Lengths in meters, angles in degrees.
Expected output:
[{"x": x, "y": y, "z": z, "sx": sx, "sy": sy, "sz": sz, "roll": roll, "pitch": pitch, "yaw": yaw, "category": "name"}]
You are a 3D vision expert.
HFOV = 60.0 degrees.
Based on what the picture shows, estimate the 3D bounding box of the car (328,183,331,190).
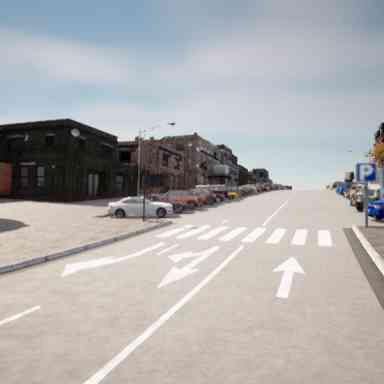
[{"x": 27.643, "y": -0.525, "z": 58.780, "sx": 5.366, "sy": 1.575, "sz": 1.946, "roll": 0, "pitch": 2, "yaw": 0, "category": "car"}]

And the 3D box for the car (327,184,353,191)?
[{"x": 34.890, "y": -1.073, "z": 78.421, "sx": 5.366, "sy": 1.575, "sz": 1.946, "roll": 0, "pitch": 2, "yaw": 0, "category": "car"}]

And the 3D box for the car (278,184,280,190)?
[{"x": 20.400, "y": -1.130, "z": 89.973, "sx": 4.792, "sy": 1.488, "sz": 2.163, "roll": -1, "pitch": 0, "yaw": 1, "category": "car"}]

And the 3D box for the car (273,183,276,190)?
[{"x": 16.242, "y": -1.193, "z": 78.962, "sx": 5.566, "sy": 2.045, "sz": 2.435, "roll": -1, "pitch": 1, "yaw": 0, "category": "car"}]

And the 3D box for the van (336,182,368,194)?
[{"x": 26.919, "y": -0.645, "z": 55.962, "sx": 4.442, "sy": 1.987, "sz": 1.878, "roll": 0, "pitch": 2, "yaw": 0, "category": "van"}]

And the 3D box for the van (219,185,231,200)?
[{"x": 2.116, "y": 0.174, "z": 40.370, "sx": 4.442, "sy": 1.987, "sz": 1.878, "roll": -1, "pitch": 2, "yaw": 0, "category": "van"}]

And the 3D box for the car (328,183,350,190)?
[{"x": 37.137, "y": -1.295, "z": 84.035, "sx": 4.553, "sy": 1.767, "sz": 2.185, "roll": 0, "pitch": 1, "yaw": 1, "category": "car"}]

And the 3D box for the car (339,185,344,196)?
[{"x": 20.517, "y": 0.232, "z": 39.077, "sx": 4.892, "sy": 1.521, "sz": 2.231, "roll": 0, "pitch": 2, "yaw": 1, "category": "car"}]

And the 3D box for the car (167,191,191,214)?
[{"x": -2.663, "y": 0.951, "z": 26.497, "sx": 4.792, "sy": 1.488, "sz": 2.163, "roll": -1, "pitch": 1, "yaw": 0, "category": "car"}]

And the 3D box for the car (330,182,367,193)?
[{"x": 28.885, "y": -0.870, "z": 61.583, "sx": 5.566, "sy": 2.045, "sz": 2.435, "roll": 0, "pitch": 2, "yaw": 0, "category": "car"}]

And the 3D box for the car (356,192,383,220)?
[{"x": 12.848, "y": 0.988, "z": 19.529, "sx": 5.008, "sy": 1.535, "sz": 2.097, "roll": 0, "pitch": 2, "yaw": 2, "category": "car"}]

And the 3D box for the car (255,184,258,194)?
[{"x": 8.211, "y": -0.231, "z": 56.936, "sx": 4.892, "sy": 1.521, "sz": 2.231, "roll": -2, "pitch": 2, "yaw": 0, "category": "car"}]

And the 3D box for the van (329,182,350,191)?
[{"x": 36.004, "y": -1.350, "z": 81.220, "sx": 4.442, "sy": 1.987, "sz": 1.878, "roll": 0, "pitch": 1, "yaw": 1, "category": "van"}]

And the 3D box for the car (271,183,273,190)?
[{"x": 15.076, "y": -0.874, "z": 76.222, "sx": 5.366, "sy": 1.575, "sz": 1.946, "roll": -1, "pitch": 1, "yaw": 0, "category": "car"}]

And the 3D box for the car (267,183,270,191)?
[{"x": 13.240, "y": -0.719, "z": 70.714, "sx": 5.008, "sy": 1.535, "sz": 2.097, "roll": -1, "pitch": 2, "yaw": 0, "category": "car"}]

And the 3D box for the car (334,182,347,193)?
[{"x": 22.683, "y": -0.238, "z": 44.697, "sx": 5.566, "sy": 2.045, "sz": 2.435, "roll": 0, "pitch": 2, "yaw": 1, "category": "car"}]

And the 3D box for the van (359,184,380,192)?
[{"x": 14.066, "y": 0.655, "z": 22.306, "sx": 4.442, "sy": 1.987, "sz": 1.878, "roll": 0, "pitch": 2, "yaw": 2, "category": "van"}]

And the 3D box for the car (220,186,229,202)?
[{"x": 1.245, "y": 0.501, "z": 37.610, "sx": 5.008, "sy": 1.535, "sz": 2.097, "roll": -1, "pitch": 1, "yaw": 0, "category": "car"}]

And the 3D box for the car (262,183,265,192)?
[{"x": 11.213, "y": -0.498, "z": 65.216, "sx": 4.674, "sy": 1.452, "sz": 2.002, "roll": -1, "pitch": 1, "yaw": 0, "category": "car"}]

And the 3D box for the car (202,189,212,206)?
[{"x": -0.752, "y": 0.742, "z": 32.050, "sx": 4.792, "sy": 1.488, "sz": 2.163, "roll": -1, "pitch": 2, "yaw": 0, "category": "car"}]

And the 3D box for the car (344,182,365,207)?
[{"x": 15.017, "y": 0.521, "z": 25.091, "sx": 5.566, "sy": 2.045, "sz": 2.435, "roll": 0, "pitch": 2, "yaw": 2, "category": "car"}]

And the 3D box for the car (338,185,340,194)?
[{"x": 21.613, "y": 0.151, "z": 41.891, "sx": 4.792, "sy": 1.488, "sz": 2.163, "roll": 0, "pitch": 2, "yaw": 1, "category": "car"}]

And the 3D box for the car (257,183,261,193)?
[{"x": 9.211, "y": -0.337, "z": 59.696, "sx": 5.008, "sy": 1.535, "sz": 2.097, "roll": -2, "pitch": 2, "yaw": 0, "category": "car"}]

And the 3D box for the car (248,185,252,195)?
[{"x": 6.200, "y": -0.023, "z": 51.428, "sx": 5.008, "sy": 1.535, "sz": 2.097, "roll": -1, "pitch": 1, "yaw": 0, "category": "car"}]

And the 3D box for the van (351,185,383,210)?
[{"x": 16.026, "y": 0.438, "z": 27.883, "sx": 4.442, "sy": 1.987, "sz": 1.878, "roll": 0, "pitch": 2, "yaw": 2, "category": "van"}]

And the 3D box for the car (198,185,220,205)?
[{"x": 0.291, "y": 0.481, "z": 34.822, "sx": 4.553, "sy": 1.767, "sz": 2.185, "roll": -2, "pitch": 2, "yaw": 0, "category": "car"}]

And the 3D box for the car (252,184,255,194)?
[{"x": 7.209, "y": -0.127, "z": 54.182, "sx": 4.892, "sy": 1.521, "sz": 2.231, "roll": -1, "pitch": 2, "yaw": 0, "category": "car"}]

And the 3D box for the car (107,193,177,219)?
[{"x": -3.675, "y": 1.068, "z": 23.715, "sx": 4.674, "sy": 1.452, "sz": 2.002, "roll": -1, "pitch": 1, "yaw": -1, "category": "car"}]

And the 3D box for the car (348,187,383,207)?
[{"x": 17.209, "y": 0.430, "z": 30.684, "sx": 4.553, "sy": 1.767, "sz": 2.185, "roll": 0, "pitch": 2, "yaw": 1, "category": "car"}]

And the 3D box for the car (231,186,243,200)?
[{"x": 3.415, "y": 0.284, "z": 43.142, "sx": 5.366, "sy": 1.575, "sz": 1.946, "roll": -1, "pitch": 1, "yaw": 0, "category": "car"}]

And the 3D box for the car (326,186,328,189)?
[{"x": 31.772, "y": -0.877, "z": 70.009, "sx": 5.366, "sy": 1.575, "sz": 1.946, "roll": 0, "pitch": 2, "yaw": 0, "category": "car"}]

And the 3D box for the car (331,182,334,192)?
[{"x": 24.780, "y": -0.455, "z": 50.334, "sx": 5.566, "sy": 2.045, "sz": 2.435, "roll": 0, "pitch": 2, "yaw": 0, "category": "car"}]

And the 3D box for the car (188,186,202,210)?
[{"x": -1.681, "y": 0.691, "z": 29.265, "sx": 4.553, "sy": 1.767, "sz": 2.185, "roll": -1, "pitch": 2, "yaw": 0, "category": "car"}]

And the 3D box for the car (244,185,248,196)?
[{"x": 5.242, "y": 0.111, "z": 48.664, "sx": 4.792, "sy": 1.488, "sz": 2.163, "roll": -1, "pitch": 1, "yaw": 0, "category": "car"}]

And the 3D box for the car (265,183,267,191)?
[{"x": 12.250, "y": -0.757, "z": 67.953, "sx": 4.553, "sy": 1.767, "sz": 2.185, "roll": -1, "pitch": 2, "yaw": 0, "category": "car"}]

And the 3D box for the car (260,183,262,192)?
[{"x": 10.236, "y": -0.565, "z": 62.446, "sx": 4.553, "sy": 1.767, "sz": 2.185, "roll": -2, "pitch": 2, "yaw": 0, "category": "car"}]
